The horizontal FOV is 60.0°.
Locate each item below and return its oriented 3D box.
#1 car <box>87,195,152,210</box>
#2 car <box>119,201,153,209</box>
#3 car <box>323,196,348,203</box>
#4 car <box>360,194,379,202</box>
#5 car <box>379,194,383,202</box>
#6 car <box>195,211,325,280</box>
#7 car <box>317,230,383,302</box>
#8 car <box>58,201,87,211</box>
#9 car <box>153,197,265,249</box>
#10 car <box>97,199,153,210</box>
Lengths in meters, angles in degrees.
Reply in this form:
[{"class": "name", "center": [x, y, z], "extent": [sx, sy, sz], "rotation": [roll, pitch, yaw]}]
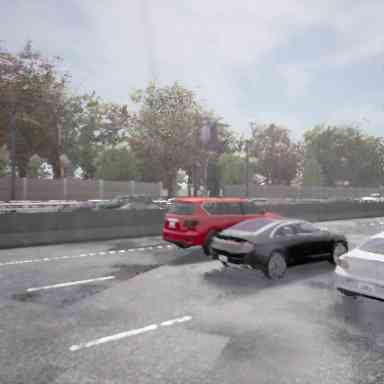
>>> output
[{"class": "car", "center": [-6.015, 1.251, 29.749], "extent": [5.566, 2.045, 2.150], "rotation": [0, 0, -35]}, {"class": "car", "center": [-2.616, 1.590, 23.577], "extent": [4.181, 1.385, 1.994], "rotation": [0, 0, -35]}, {"class": "car", "center": [23.702, 1.476, 55.012], "extent": [4.553, 1.767, 2.097], "rotation": [0, 0, -35]}, {"class": "car", "center": [30.341, 1.364, 55.402], "extent": [5.566, 2.045, 2.150], "rotation": [0, 0, -35]}, {"class": "car", "center": [32.508, 1.365, 52.655], "extent": [5.566, 2.045, 2.150], "rotation": [0, 0, -35]}, {"class": "car", "center": [2.784, 1.507, 10.001], "extent": [4.902, 1.511, 2.128], "rotation": [0, 0, -35]}, {"class": "car", "center": [4.997, 1.540, 7.281], "extent": [4.674, 1.442, 1.812], "rotation": [0, 0, -35]}, {"class": "car", "center": [-9.743, 1.574, 31.396], "extent": [5.357, 1.411, 2.033], "rotation": [0, 0, -35]}, {"class": "car", "center": [1.490, 1.240, 13.376], "extent": [5.566, 2.045, 2.150], "rotation": [0, 0, -35]}, {"class": "car", "center": [-4.753, 1.553, 26.352], "extent": [4.674, 1.442, 1.812], "rotation": [0, 0, -35]}]
